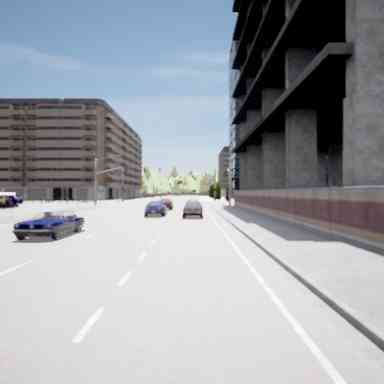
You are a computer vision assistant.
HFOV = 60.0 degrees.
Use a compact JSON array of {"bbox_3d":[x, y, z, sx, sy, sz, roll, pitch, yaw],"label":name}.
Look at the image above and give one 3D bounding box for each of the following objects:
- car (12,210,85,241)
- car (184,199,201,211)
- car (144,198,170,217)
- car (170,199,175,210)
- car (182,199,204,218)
[{"bbox_3d":[-7.070,1.608,16.900,1.895,1.301,4.718,0,0,0],"label":"car"},{"bbox_3d":[0.102,1.586,41.793,1.994,1.385,4.181,0,0,0],"label":"car"},{"bbox_3d":[-3.392,1.541,31.562,1.812,1.442,4.674,0,0,0],"label":"car"},{"bbox_3d":[-3.396,1.547,42.972,1.812,1.442,4.674,0,0,0],"label":"car"},{"bbox_3d":[0.103,1.563,30.089,2.033,1.411,5.357,0,0,1],"label":"car"}]
